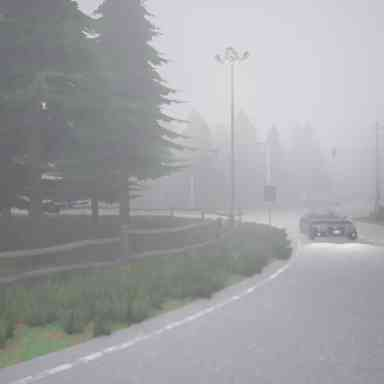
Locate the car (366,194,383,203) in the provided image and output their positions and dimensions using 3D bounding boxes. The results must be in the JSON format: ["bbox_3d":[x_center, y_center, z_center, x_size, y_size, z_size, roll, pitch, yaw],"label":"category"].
[{"bbox_3d":[34.070,1.170,61.602,2.097,1.767,4.553,0,0,9],"label":"car"}]

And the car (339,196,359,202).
[{"bbox_3d":[34.163,1.429,72.703,1.895,1.301,4.718,0,0,-11],"label":"car"}]

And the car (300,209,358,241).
[{"bbox_3d":[6.573,1.543,16.375,1.994,1.385,4.181,0,0,9],"label":"car"}]
